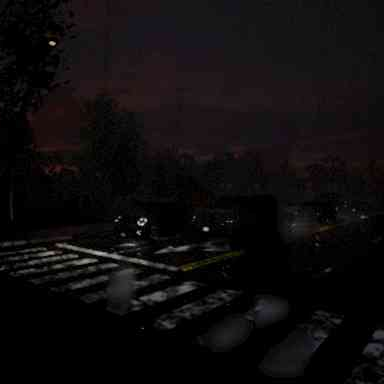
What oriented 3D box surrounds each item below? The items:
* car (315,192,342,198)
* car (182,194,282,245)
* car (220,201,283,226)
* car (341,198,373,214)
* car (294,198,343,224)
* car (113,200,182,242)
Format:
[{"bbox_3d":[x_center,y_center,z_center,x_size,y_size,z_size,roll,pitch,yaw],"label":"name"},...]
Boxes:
[{"bbox_3d":[14.989,1.040,36.653,2.150,2.045,5.566,1,1,39],"label":"car"},{"bbox_3d":[2.260,1.122,15.422,2.150,2.045,5.566,1,1,38],"label":"car"},{"bbox_3d":[4.300,1.399,23.226,2.033,1.411,5.357,1,1,38],"label":"car"},{"bbox_3d":[17.087,1.455,34.076,1.895,1.301,4.718,1,1,38],"label":"car"},{"bbox_3d":[8.996,1.386,23.911,1.837,1.490,4.892,1,0,39],"label":"car"},{"bbox_3d":[-1.538,1.222,15.865,2.097,1.767,4.553,1,1,38],"label":"car"}]
